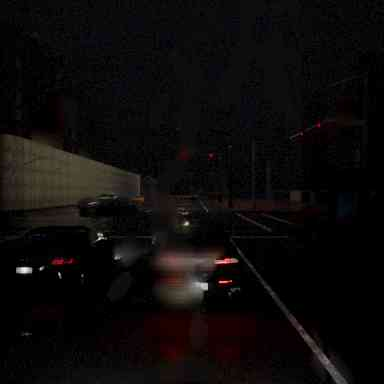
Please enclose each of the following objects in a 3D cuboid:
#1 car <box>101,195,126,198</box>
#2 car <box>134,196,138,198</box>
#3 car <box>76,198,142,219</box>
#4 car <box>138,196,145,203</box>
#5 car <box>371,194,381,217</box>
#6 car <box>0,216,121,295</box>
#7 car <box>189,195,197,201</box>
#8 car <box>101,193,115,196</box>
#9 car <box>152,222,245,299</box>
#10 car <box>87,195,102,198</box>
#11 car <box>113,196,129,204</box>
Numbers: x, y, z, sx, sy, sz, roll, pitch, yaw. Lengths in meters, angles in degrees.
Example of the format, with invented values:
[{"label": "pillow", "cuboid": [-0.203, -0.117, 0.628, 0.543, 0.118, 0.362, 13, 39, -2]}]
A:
[{"label": "car", "cuboid": [-10.493, 1.526, 44.738, 1.812, 1.442, 4.674, 0, 0, 0]}, {"label": "car", "cuboid": [-10.466, 1.601, 53.846, 1.895, 1.301, 4.718, 0, 0, 0]}, {"label": "car", "cuboid": [-7.112, 1.491, 28.557, 4.902, 1.511, 2.128, 0, 0, 0]}, {"label": "car", "cuboid": [-10.398, 1.477, 64.406, 1.882, 1.535, 5.008, 0, 0, 1]}, {"label": "car", "cuboid": [15.151, 1.214, 28.581, 5.566, 2.045, 2.150, -1, 0, 0]}, {"label": "car", "cuboid": [-3.405, 1.564, 8.782, 1.994, 1.385, 4.181, 0, 0, 0]}, {"label": "car", "cuboid": [0.183, 1.525, 82.893, 2.128, 1.511, 4.902, 0, 0, 0]}, {"label": "car", "cuboid": [-13.971, 1.221, 54.630, 2.150, 2.045, 5.566, 0, 0, 1]}, {"label": "car", "cuboid": [0.103, 1.492, 8.425, 2.128, 1.511, 4.902, 0, 0, -1]}, {"label": "car", "cuboid": [-13.992, 1.505, 44.776, 1.837, 1.490, 4.892, 0, 0, 0]}, {"label": "car", "cuboid": [-13.877, 1.547, 65.505, 2.033, 1.411, 5.357, 0, 0, 1]}]
